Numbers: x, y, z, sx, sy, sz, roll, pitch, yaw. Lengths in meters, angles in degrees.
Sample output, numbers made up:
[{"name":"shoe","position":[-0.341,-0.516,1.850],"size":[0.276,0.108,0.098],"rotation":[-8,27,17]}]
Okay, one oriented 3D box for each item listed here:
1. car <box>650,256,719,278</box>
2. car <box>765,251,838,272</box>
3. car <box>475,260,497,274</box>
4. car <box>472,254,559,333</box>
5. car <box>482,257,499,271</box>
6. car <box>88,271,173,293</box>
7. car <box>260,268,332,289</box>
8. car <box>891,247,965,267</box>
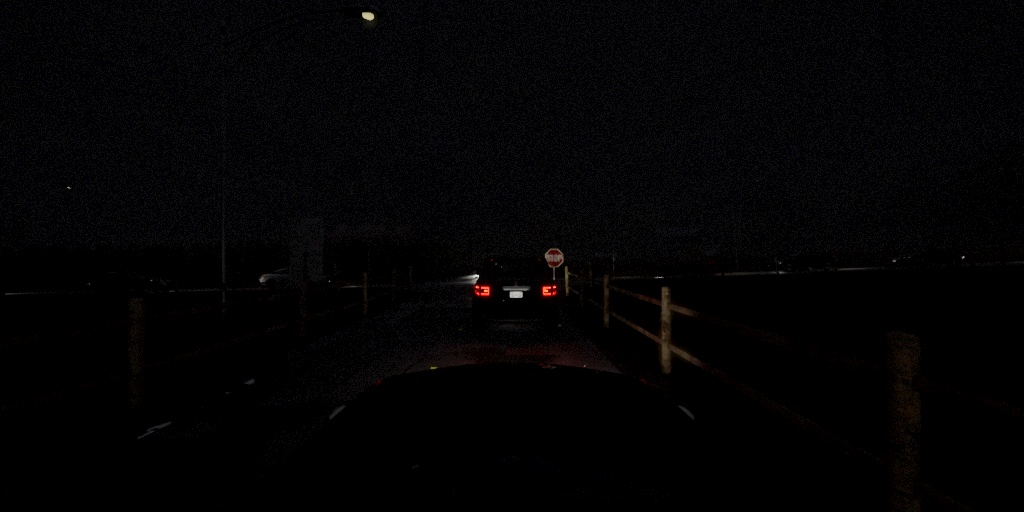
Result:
[{"name":"car","position":[12.366,0.763,25.840],"size":[4.674,1.442,1.812],"rotation":[-2,-2,0]},{"name":"car","position":[23.153,0.415,28.828],"size":[5.008,1.535,1.882],"rotation":[-2,-2,0]},{"name":"car","position":[-2.935,1.220,41.124],"size":[2.128,1.511,4.902],"rotation":[0,0,0]},{"name":"car","position":[0.060,0.975,10.857],"size":[2.150,2.045,5.566],"rotation":[0,0,-1]},{"name":"car","position":[-2.940,1.069,50.394],"size":[2.097,1.767,4.553],"rotation":[0,0,0]},{"name":"car","position":[-27.289,1.806,25.737],"size":[4.902,1.511,2.128],"rotation":[-1,-2,0]},{"name":"car","position":[-15.444,1.589,25.763],"size":[4.674,1.442,1.812],"rotation":[-1,-2,0]},{"name":"car","position":[33.221,0.037,28.852],"size":[4.902,1.511,2.128],"rotation":[-2,-2,0]}]
